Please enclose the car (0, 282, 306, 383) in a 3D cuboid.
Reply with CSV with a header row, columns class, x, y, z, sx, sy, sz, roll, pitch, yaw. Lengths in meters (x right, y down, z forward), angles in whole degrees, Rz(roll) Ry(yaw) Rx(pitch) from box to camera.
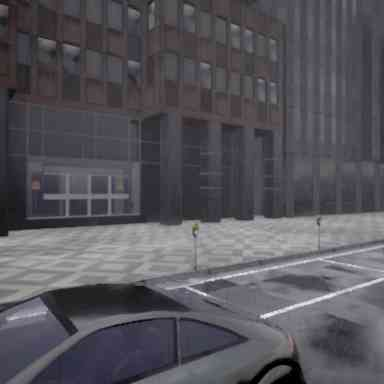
class,x,y,z,sx,sy,sz,roll,pitch,yaw
car,-0.986,1.565,2.675,4.181,1.385,1.994,0,0,-36
